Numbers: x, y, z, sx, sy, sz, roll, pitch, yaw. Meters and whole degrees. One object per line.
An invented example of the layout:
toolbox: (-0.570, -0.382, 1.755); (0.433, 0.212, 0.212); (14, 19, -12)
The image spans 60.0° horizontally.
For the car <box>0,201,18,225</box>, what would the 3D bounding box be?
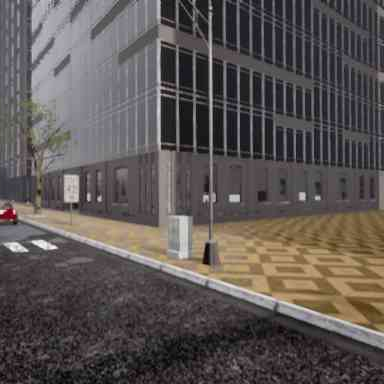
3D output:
car: (-12.839, 1.280, 21.930); (1.967, 1.590, 4.097); (1, 0, -38)
